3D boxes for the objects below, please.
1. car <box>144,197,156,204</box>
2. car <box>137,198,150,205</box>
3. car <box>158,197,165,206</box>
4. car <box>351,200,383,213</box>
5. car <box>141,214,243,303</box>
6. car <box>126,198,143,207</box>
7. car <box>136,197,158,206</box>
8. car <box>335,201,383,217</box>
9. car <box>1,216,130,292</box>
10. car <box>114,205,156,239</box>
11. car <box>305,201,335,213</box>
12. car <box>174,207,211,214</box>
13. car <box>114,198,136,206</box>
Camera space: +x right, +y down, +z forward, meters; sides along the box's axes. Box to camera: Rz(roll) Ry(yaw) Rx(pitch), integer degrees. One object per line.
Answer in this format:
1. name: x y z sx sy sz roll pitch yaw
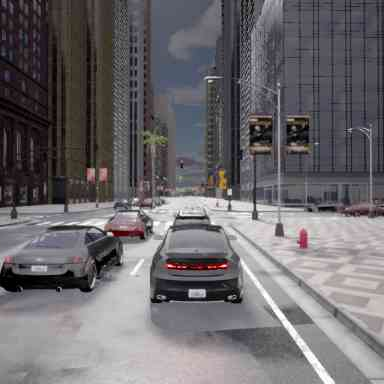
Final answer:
1. car: -9.881 1.990 78.324 2.033 1.411 5.357 0 0 0
2. car: -9.867 1.926 67.730 1.994 1.385 4.181 0 0 1
3. car: -6.670 1.655 60.057 2.097 1.767 4.553 0 0 0
4. car: 20.762 1.643 37.856 4.313 1.339 1.947 0 0 -1
5. car: 0.087 1.515 8.189 1.837 1.490 4.892 0 0 0
6. car: -9.928 1.778 57.844 2.128 1.511 4.902 0 0 0
7. car: -6.679 1.709 50.020 1.882 1.535 5.008 0 0 0
8. car: 15.267 1.577 29.235 4.206 1.307 1.802 0 0 -1
9. car: -3.170 1.576 8.963 1.994 1.385 4.181 0 0 1
10. car: -3.178 1.602 17.362 1.994 1.385 4.181 0 0 0
11. car: 15.123 1.662 37.759 4.313 1.339 1.947 0 0 -1
12. car: 0.021 1.530 17.510 2.128 1.511 4.902 0 0 0
13. car: -9.930 1.767 48.290 2.033 1.411 5.357 0 0 0
